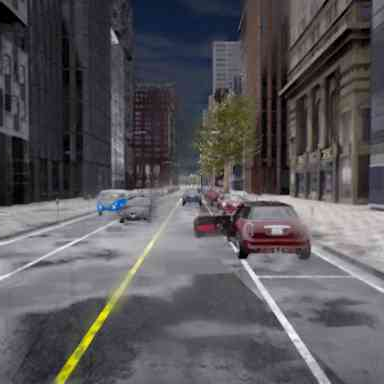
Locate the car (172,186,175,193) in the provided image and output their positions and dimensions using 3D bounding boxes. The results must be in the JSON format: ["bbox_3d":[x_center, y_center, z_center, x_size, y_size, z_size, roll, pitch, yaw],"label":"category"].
[{"bbox_3d":[-5.730,-0.436,74.897,2.192,1.841,5.009,0,1,0],"label":"car"}]

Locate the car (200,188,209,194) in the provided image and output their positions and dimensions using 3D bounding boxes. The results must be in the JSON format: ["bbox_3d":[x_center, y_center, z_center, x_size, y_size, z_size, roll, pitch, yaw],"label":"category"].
[{"bbox_3d":[2.796,-0.184,74.899,1.947,1.339,4.313,0,1,0],"label":"car"}]

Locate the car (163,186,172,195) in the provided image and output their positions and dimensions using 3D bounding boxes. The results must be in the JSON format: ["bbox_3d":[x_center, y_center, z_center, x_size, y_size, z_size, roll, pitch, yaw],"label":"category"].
[{"bbox_3d":[-5.724,-0.103,69.095,1.752,1.417,4.829,0,1,0],"label":"car"}]

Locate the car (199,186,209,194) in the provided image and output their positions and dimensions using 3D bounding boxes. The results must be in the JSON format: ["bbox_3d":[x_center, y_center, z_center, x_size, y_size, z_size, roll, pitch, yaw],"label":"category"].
[{"bbox_3d":[2.791,-0.552,80.533,2.192,1.841,5.009,0,1,0],"label":"car"}]

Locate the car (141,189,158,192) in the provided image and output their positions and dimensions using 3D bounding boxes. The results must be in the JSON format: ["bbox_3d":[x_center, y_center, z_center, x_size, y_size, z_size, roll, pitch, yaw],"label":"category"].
[{"bbox_3d":[-5.701,0.444,41.075,1.967,1.590,4.097,0,1,0],"label":"car"}]

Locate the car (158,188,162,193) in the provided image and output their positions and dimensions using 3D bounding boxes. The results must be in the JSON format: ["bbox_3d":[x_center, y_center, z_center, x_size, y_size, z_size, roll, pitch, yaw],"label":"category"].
[{"bbox_3d":[-5.705,0.421,46.715,1.887,1.381,4.507,0,1,0],"label":"car"}]

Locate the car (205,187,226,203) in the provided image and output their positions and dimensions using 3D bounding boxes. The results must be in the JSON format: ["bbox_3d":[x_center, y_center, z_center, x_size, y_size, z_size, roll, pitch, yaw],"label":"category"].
[{"bbox_3d":[2.825,0.320,41.065,2.192,1.841,5.009,0,1,0],"label":"car"}]

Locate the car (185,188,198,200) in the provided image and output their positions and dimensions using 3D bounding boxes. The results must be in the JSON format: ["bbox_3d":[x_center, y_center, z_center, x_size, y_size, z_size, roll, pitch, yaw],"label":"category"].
[{"bbox_3d":[-0.033,0.272,50.328,1.882,1.535,5.008,0,2,0],"label":"car"}]

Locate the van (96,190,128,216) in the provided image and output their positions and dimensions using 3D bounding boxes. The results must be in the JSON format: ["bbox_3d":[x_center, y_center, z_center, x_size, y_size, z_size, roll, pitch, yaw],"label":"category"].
[{"bbox_3d":[-5.686,0.738,24.160,1.690,1.788,3.998,0,1,0],"label":"van"}]

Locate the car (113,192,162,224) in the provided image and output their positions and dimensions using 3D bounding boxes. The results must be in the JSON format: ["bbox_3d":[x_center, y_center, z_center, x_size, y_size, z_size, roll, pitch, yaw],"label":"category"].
[{"bbox_3d":[-3.116,1.000,20.061,1.837,1.490,4.892,0,1,0],"label":"car"}]

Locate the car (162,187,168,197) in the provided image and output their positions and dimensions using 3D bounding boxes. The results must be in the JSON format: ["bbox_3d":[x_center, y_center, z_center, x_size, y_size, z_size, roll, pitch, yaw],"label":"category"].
[{"bbox_3d":[-5.715,0.201,57.992,1.802,1.307,4.206,0,1,0],"label":"car"}]

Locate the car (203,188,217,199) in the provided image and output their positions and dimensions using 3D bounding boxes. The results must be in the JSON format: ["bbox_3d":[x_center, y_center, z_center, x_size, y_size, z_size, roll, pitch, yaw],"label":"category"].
[{"bbox_3d":[2.816,0.188,52.345,1.967,1.590,4.097,0,1,0],"label":"car"}]

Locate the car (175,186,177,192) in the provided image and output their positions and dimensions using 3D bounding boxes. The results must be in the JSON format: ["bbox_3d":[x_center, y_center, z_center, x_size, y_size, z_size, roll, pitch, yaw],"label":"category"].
[{"bbox_3d":[-5.739,-0.669,86.173,2.192,1.841,5.009,0,1,0],"label":"car"}]

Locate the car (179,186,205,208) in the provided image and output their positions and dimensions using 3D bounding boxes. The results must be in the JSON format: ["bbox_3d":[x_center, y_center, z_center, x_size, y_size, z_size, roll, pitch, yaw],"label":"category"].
[{"bbox_3d":[0.029,0.458,36.637,2.097,1.767,4.553,0,1,0],"label":"car"}]

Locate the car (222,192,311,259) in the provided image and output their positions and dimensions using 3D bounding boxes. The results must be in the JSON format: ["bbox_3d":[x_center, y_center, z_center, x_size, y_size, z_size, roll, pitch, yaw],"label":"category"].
[{"bbox_3d":[2.379,1.060,11.429,2.097,1.767,4.553,0,1,0],"label":"car"}]

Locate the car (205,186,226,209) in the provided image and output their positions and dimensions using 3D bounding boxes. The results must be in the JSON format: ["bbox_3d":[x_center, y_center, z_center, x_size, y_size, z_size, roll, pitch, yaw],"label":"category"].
[{"bbox_3d":[2.829,0.449,35.428,2.192,1.841,5.009,0,1,0],"label":"car"}]

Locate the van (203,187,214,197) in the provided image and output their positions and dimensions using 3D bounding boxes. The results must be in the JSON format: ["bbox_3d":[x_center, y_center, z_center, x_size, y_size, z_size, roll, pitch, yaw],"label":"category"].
[{"bbox_3d":[2.811,-0.039,57.981,1.690,1.788,3.998,0,1,0],"label":"van"}]

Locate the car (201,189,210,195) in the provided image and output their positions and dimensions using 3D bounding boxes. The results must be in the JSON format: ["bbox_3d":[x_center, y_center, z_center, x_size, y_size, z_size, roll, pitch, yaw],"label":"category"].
[{"bbox_3d":[2.801,-0.050,69.263,1.802,1.307,4.206,0,1,0],"label":"car"}]

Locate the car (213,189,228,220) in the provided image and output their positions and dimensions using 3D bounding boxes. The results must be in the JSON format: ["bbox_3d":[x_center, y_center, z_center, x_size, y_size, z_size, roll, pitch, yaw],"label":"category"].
[{"bbox_3d":[2.839,0.838,24.154,1.967,1.590,4.097,0,1,0],"label":"car"}]
